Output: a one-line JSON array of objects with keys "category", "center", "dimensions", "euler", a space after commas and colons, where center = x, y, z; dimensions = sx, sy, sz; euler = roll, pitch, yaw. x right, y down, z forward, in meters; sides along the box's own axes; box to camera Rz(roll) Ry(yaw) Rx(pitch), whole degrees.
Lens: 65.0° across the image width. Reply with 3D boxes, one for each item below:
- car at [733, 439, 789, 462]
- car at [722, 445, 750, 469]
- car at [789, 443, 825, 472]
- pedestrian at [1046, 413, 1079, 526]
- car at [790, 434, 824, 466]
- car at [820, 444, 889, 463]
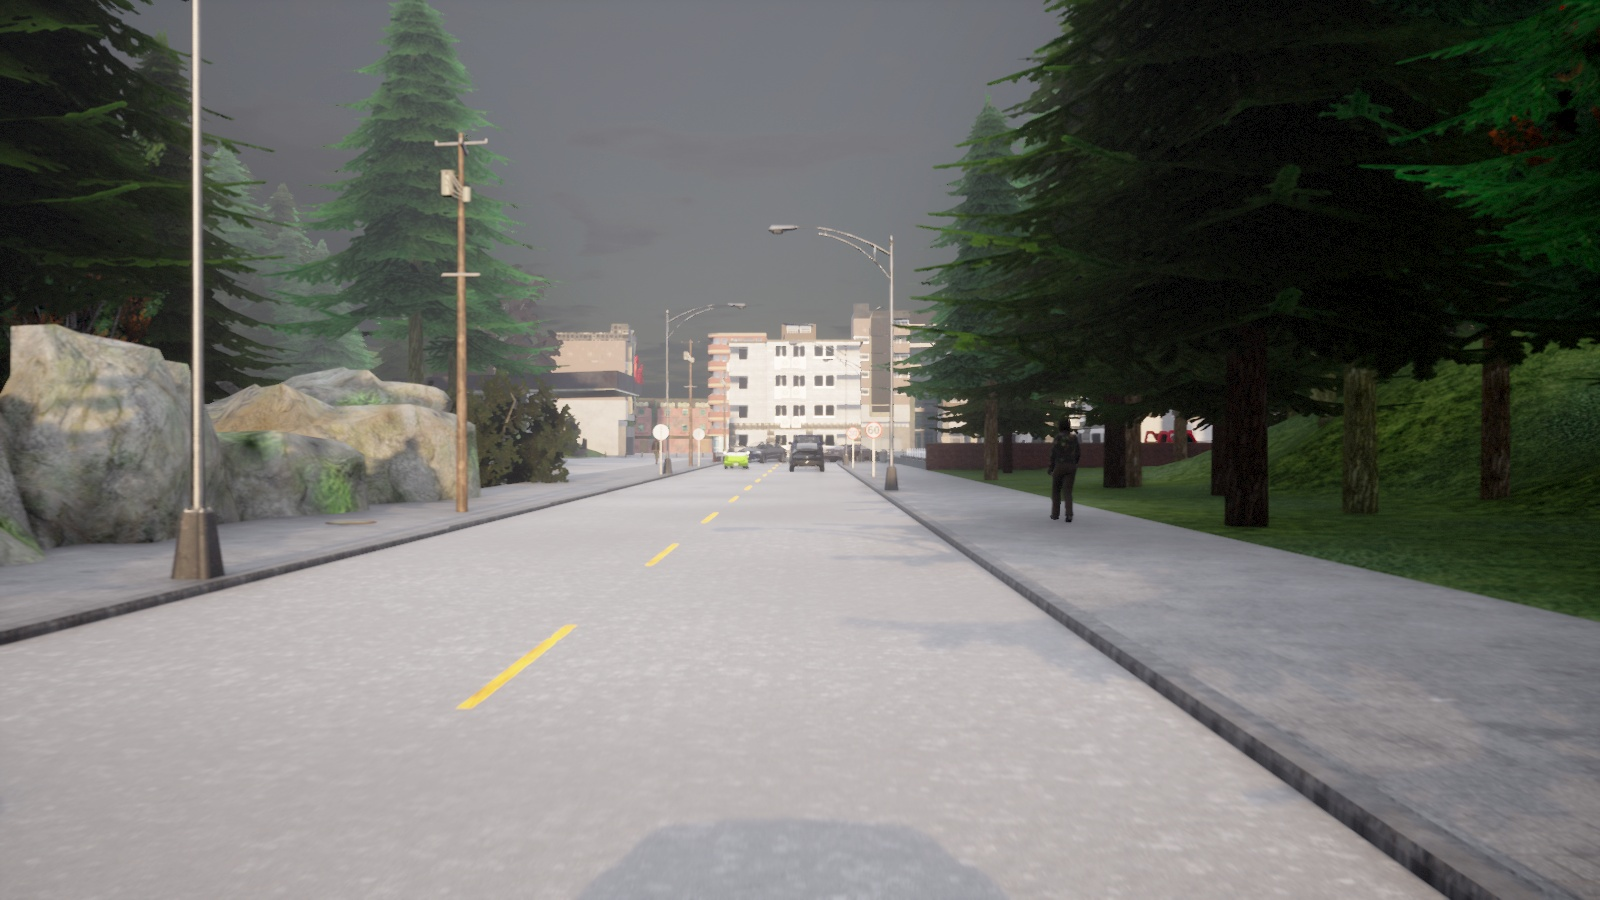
[{"category": "car", "center": [-2.842, 0.004, 92.367], "dimensions": [2.152, 1.651, 5.027], "euler": [0, 0, 24]}, {"category": "car", "center": [-3.610, 0.394, 71.493], "dimensions": [1.481, 1.376, 2.207], "euler": [0, 0, 0]}, {"category": "car", "center": [0.370, 0.372, 67.271], "dimensions": [1.837, 1.490, 4.892], "euler": [0, 0, 0]}, {"category": "pedestrian", "center": [4.570, 0.337, 21.874], "dimensions": [0.395, 1.930, 0.692], "euler": [0, 0, -4]}, {"category": "car", "center": [0.437, 0.001, 82.385], "dimensions": [2.150, 2.045, 5.566], "euler": [0, 0, 0]}, {"category": "car", "center": [4.175, 0.261, 95.406], "dimensions": [5.357, 1.411, 2.033], "euler": [0, 0, -42]}]
